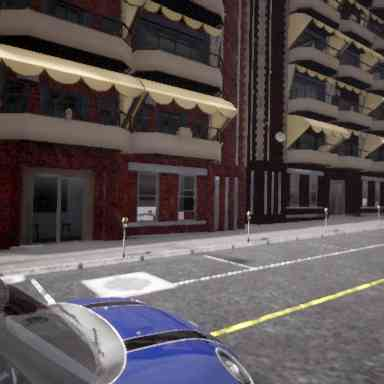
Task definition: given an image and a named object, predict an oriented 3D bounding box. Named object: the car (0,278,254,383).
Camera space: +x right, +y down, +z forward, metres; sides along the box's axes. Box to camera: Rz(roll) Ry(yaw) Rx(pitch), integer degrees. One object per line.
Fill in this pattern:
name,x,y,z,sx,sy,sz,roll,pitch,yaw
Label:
car,-1.655,1.346,2.099,4.553,1.767,2.097,0,0,-36
